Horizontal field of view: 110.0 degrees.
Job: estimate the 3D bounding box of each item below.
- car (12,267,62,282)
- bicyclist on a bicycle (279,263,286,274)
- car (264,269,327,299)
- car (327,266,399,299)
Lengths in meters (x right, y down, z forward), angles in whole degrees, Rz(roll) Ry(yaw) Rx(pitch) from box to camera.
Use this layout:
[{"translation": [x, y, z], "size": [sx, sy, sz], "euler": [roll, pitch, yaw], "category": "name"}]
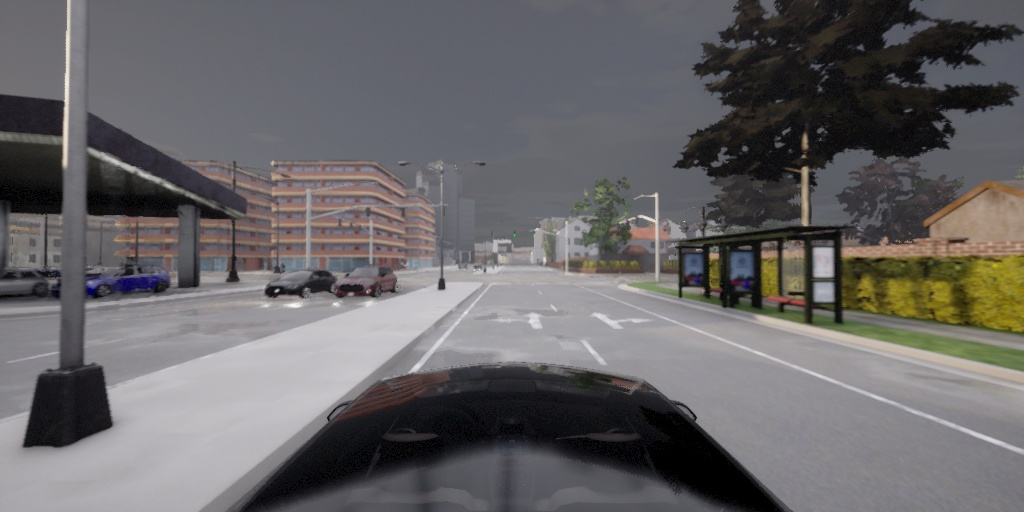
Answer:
[{"translation": [-50.446, 1.867, 38.985], "size": [4.718, 1.301, 1.895], "euler": [0, -1, 0], "category": "car"}, {"translation": [-32.108, 1.727, 50.219], "size": [0.582, 1.620, 1.656], "euler": [0, -1, -1], "category": "bicyclist on a bicycle"}, {"translation": [-11.536, 1.511, 20.047], "size": [1.837, 1.490, 4.892], "euler": [0, -1, 0], "category": "car"}, {"translation": [-8.036, 1.358, 20.173], "size": [2.097, 1.767, 4.553], "euler": [0, -1, 0], "category": "car"}]
